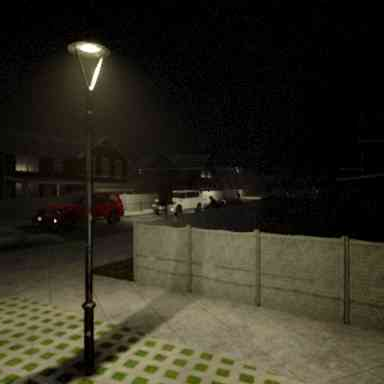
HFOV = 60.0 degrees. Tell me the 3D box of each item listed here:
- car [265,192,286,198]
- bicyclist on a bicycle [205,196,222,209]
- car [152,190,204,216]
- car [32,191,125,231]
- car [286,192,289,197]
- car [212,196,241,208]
[{"bbox_3d":[11.204,0.894,45.519,1.837,1.490,4.892,0,1,23],"label":"car"},{"bbox_3d":[1.335,1.057,20.869,1.656,1.620,0.582,0,1,32],"label":"bicyclist on a bicycle"},{"bbox_3d":[-1.042,0.873,28.331,2.150,2.045,5.566,0,1,31],"label":"car"},{"bbox_3d":[-6.421,0.999,19.559,2.150,2.045,5.566,0,1,32],"label":"car"},{"bbox_3d":[15.986,0.679,57.998,2.128,1.511,4.902,0,1,19],"label":"car"},{"bbox_3d":[3.809,1.125,36.885,1.895,1.301,4.718,0,1,28],"label":"car"}]
